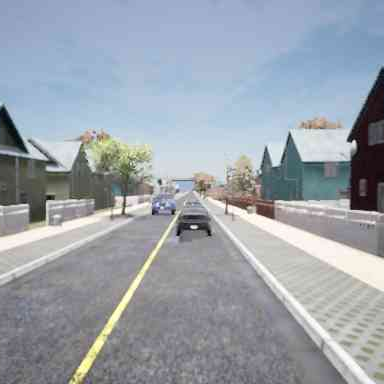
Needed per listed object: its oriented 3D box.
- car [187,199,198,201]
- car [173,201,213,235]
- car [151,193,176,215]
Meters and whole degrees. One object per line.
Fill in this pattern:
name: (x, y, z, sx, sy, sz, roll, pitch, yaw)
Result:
car: (0.087, 1.528, 41.999, 2.033, 1.411, 5.357, 0, 0, 0)
car: (0.094, 1.495, 18.886, 1.837, 1.490, 4.892, 0, 0, 0)
car: (-2.761, 1.118, 33.538, 2.150, 2.045, 5.566, 0, 0, 0)
